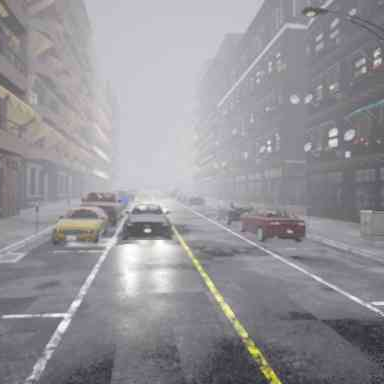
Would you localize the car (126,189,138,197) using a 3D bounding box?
[{"bbox_3d":[-11.384,0.234,63.030,1.947,1.339,4.313,2,1,-8],"label":"car"}]

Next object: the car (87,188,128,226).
[{"bbox_3d":[-5.170,0.857,19.228,2.192,1.841,5.009,2,1,-8],"label":"car"}]

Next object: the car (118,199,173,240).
[{"bbox_3d":[-1.973,1.244,14.737,1.994,1.385,4.181,1,1,-8],"label":"car"}]

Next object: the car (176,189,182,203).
[{"bbox_3d":[-0.471,0.750,42.175,1.887,1.381,4.507,2,1,-8],"label":"car"}]

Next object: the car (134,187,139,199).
[{"bbox_3d":[-9.047,0.300,46.601,2.192,1.841,5.009,2,1,-8],"label":"car"}]

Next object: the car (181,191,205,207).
[{"bbox_3d":[0.305,0.859,36.701,1.887,1.381,4.507,2,1,-8],"label":"car"}]

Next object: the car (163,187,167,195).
[{"bbox_3d":[-4.379,0.119,69.548,1.967,1.590,4.097,2,1,-8],"label":"car"}]

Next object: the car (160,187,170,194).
[{"bbox_3d":[-7.477,-0.394,91.449,2.192,1.841,5.009,2,1,-8],"label":"car"}]

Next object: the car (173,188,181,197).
[{"bbox_3d":[-1.235,0.537,47.651,1.967,1.590,4.097,2,1,-8],"label":"car"}]

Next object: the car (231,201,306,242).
[{"bbox_3d":[3.405,1.316,14.800,1.887,1.381,4.507,2,1,-8],"label":"car"}]

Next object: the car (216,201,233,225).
[{"bbox_3d":[2.630,1.205,20.276,2.008,1.369,4.403,2,1,-8],"label":"car"}]

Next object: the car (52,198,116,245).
[{"bbox_3d":[-4.380,1.188,13.588,1.752,1.417,4.829,2,1,-8],"label":"car"}]

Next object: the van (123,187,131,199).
[{"bbox_3d":[-6.721,0.654,30.176,1.690,1.788,3.998,2,1,-8],"label":"van"}]

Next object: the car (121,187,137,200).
[{"bbox_3d":[-9.822,0.193,52.075,2.192,1.841,5.009,2,1,-8],"label":"car"}]

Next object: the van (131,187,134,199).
[{"bbox_3d":[-7.498,0.544,35.652,1.690,1.788,3.998,2,1,-8],"label":"van"}]

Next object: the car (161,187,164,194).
[{"bbox_3d":[-5.935,0.062,80.501,1.802,1.307,4.206,2,1,-8],"label":"car"}]

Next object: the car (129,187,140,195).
[{"bbox_3d":[-13.700,-0.316,79.450,2.192,1.841,5.009,2,1,-8],"label":"car"}]

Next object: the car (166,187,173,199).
[{"bbox_3d":[-2.822,0.199,58.594,2.192,1.841,5.009,2,1,-8],"label":"car"}]
